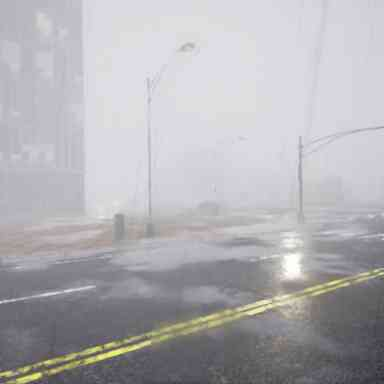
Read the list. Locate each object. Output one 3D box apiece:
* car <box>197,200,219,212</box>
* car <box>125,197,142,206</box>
[{"bbox_3d":[2.371,1.653,39.456,1.994,1.385,4.181,-1,1,-33],"label":"car"},{"bbox_3d":[-10.426,1.671,59.291,1.994,1.385,4.181,-1,0,-33],"label":"car"}]
